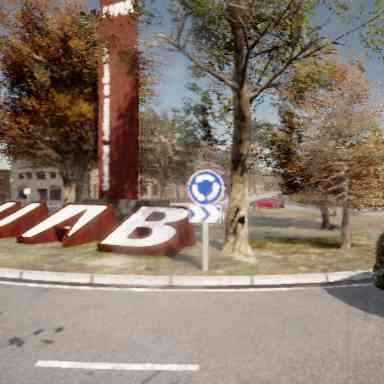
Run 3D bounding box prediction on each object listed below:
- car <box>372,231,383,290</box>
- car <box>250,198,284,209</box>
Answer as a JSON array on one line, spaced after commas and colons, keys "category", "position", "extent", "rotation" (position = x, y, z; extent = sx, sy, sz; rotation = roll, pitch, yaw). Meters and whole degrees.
[{"category": "car", "position": [6.085, 1.218, 6.602], "extent": [5.566, 2.045, 2.150], "rotation": [0, 0, -27]}, {"category": "car", "position": [9.406, 1.413, 41.711], "extent": [4.181, 1.385, 1.994], "rotation": [1, 0, 33]}]
